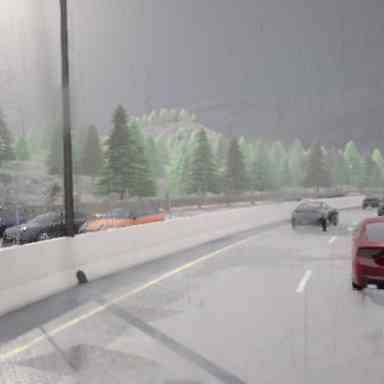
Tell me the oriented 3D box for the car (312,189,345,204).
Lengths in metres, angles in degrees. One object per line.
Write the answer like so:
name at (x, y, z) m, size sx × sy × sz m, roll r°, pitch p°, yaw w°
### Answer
car at (20.614, 0.669, 49.989) m, size 5.566 × 2.045 × 2.150 m, roll -2°, pitch 0°, yaw -39°

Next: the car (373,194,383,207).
car at (14.627, 0.953, 23.663) m, size 2.097 × 1.767 × 4.553 m, roll -2°, pitch 0°, yaw 37°

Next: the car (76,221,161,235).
car at (-3.170, 1.451, 15.688) m, size 2.097 × 1.767 × 4.553 m, roll -2°, pitch 0°, yaw 28°

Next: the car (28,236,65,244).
car at (-6.730, 1.705, 16.465) m, size 1.837 × 1.490 × 4.892 m, roll -2°, pitch 0°, yaw 28°

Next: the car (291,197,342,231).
car at (7.106, 1.304, 19.085) m, size 2.128 × 1.511 × 4.902 m, roll -2°, pitch 0°, yaw 33°

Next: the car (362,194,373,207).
car at (18.906, 0.992, 33.962) m, size 1.837 × 1.490 × 4.892 m, roll -2°, pitch 0°, yaw 44°

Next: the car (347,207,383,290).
car at (5.012, 1.341, 8.325) m, size 1.882 × 1.535 × 5.008 m, roll -2°, pitch 0°, yaw 25°
